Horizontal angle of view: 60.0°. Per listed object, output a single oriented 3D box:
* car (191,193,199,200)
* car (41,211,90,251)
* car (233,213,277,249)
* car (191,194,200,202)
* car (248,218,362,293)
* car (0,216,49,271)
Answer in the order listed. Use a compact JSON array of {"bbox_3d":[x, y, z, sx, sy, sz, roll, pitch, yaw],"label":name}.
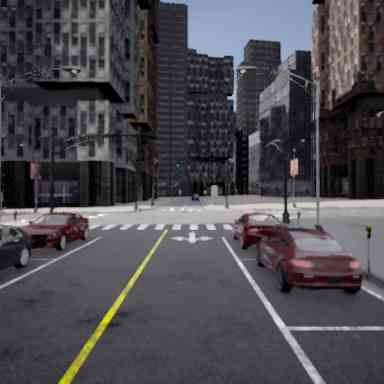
[{"bbox_3d":[0.919,1.255,88.434,2.097,1.767,4.553,0,0,1],"label":"car"},{"bbox_3d":[-5.747,1.539,14.203,1.887,1.381,4.507,1,0,0],"label":"car"},{"bbox_3d":[2.778,1.538,14.199,1.887,1.381,4.507,1,0,0],"label":"car"},{"bbox_3d":[0.750,1.486,78.011,1.882,1.535,5.008,0,0,1],"label":"car"},{"bbox_3d":[2.775,1.578,8.589,1.802,1.307,4.206,1,0,0],"label":"car"},{"bbox_3d":[-5.750,1.548,8.594,2.008,1.369,4.403,1,0,0],"label":"car"}]
